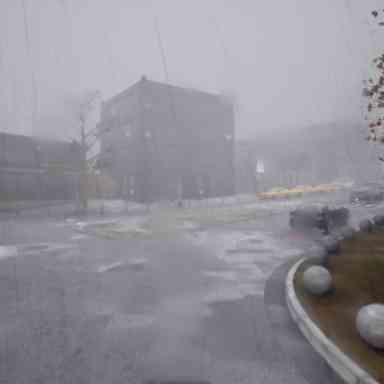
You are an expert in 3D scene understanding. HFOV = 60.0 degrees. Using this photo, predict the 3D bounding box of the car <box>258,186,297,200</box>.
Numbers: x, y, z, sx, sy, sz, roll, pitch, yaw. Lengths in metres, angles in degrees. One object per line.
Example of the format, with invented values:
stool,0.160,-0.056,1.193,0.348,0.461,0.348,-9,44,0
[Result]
car,10.644,0.122,42.324,5.366,1.575,1.946,-4,3,-38

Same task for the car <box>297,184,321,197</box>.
car,14.958,-0.210,45.757,5.366,1.575,1.946,-4,3,-39

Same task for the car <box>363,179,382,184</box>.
car,32.411,-1.512,59.706,4.792,1.488,2.163,-4,3,-38

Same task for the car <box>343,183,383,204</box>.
car,16.993,0.282,32.199,4.892,1.490,1.837,-5,3,-40

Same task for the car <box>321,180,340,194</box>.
car,19.266,-0.539,49.200,5.366,1.575,1.946,-4,3,-39

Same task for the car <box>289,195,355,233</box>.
car,7.047,1.205,18.134,1.882,1.535,5.008,0,2,41

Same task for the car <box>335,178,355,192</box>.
car,23.787,-1.133,52.808,5.566,2.045,2.435,-4,3,-39
